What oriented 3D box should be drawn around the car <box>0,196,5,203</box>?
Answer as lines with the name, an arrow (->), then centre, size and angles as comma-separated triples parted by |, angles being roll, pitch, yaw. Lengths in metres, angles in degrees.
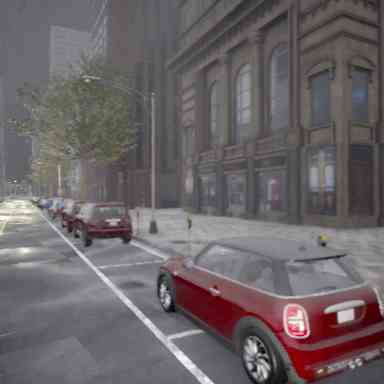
car -> -47.914, 2.156, 81.924 | 1.947, 1.339, 4.313 | 0, 0, -27

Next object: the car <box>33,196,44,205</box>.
car -> -24.876, 1.635, 55.712 | 2.192, 1.841, 5.009 | 0, 0, -27

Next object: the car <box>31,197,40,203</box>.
car -> -40.329, 2.013, 85.814 | 1.967, 1.590, 4.097 | 0, 0, -27

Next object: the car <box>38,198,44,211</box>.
car -> -19.724, 1.823, 45.678 | 1.802, 1.307, 4.206 | 0, 0, -27

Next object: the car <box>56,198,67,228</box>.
car -> -6.846, 1.405, 20.594 | 2.192, 1.841, 5.009 | 0, 0, -27

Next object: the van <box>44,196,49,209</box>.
van -> -14.573, 1.519, 35.645 | 1.690, 1.788, 3.998 | 0, 0, -27

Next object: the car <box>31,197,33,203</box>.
car -> -32.601, 2.008, 70.762 | 1.947, 1.339, 4.313 | 0, 0, -27

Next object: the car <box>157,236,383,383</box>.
car -> 0.881, 1.452, 5.543 | 1.967, 1.590, 4.097 | 0, 0, -27

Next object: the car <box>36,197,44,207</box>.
car -> -22.299, 1.845, 50.694 | 1.947, 1.339, 4.313 | 0, 0, -27

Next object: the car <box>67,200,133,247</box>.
car -> -4.271, 1.377, 15.578 | 2.192, 1.841, 5.009 | 0, 0, -27

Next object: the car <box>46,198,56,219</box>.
car -> -11.997, 1.589, 30.628 | 1.967, 1.590, 4.097 | 0, 0, -27

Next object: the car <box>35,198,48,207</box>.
car -> -27.450, 1.905, 60.729 | 1.887, 1.381, 4.507 | 0, 0, -27

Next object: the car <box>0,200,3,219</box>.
car -> -16.646, 1.679, 26.855 | 1.812, 1.442, 4.674 | 0, 0, -27
